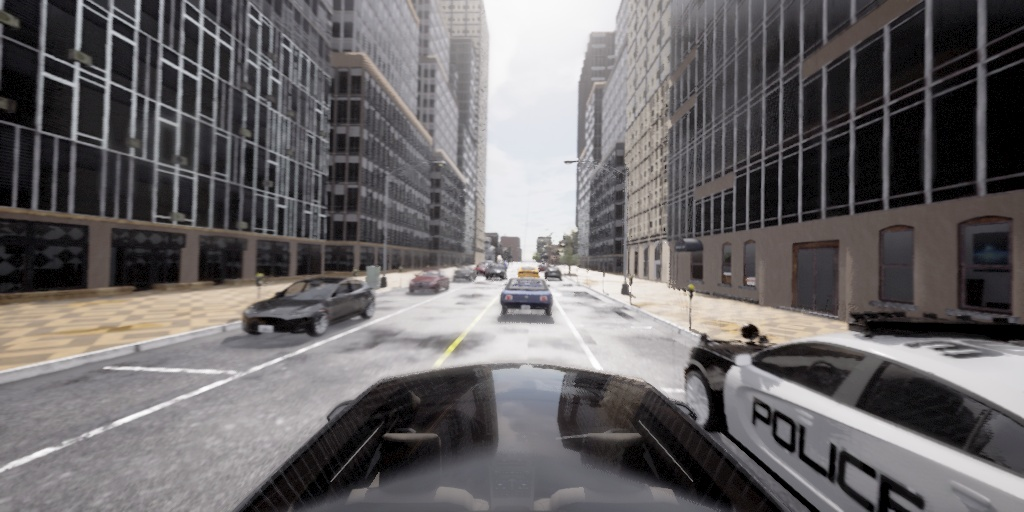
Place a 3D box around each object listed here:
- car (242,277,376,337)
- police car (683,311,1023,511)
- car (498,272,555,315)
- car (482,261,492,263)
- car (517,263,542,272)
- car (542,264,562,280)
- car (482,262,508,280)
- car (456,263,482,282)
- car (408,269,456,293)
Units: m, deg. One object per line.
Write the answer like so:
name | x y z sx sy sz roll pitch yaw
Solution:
car | -5.422 1.291 10.217 1.948 1.339 4.313 0 0 3
police car | 3.067 1.259 2.765 1.930 1.638 5.238 1 -1 3
car | 0.601 1.518 14.615 1.895 1.301 4.718 1 -1 3
car | -3.768 1.705 44.328 1.888 1.381 4.507 0 0 3
car | 1.462 1.620 32.310 1.882 1.535 5.008 1 -1 3
car | 4.324 1.843 38.222 1.948 1.339 4.313 0 0 3
car | -1.535 1.621 35.865 1.837 1.490 4.892 1 -1 3
car | -4.320 1.567 32.958 2.007 1.370 4.403 0 0 3
car | -4.870 1.454 21.586 1.802 1.307 4.207 0 0 3
